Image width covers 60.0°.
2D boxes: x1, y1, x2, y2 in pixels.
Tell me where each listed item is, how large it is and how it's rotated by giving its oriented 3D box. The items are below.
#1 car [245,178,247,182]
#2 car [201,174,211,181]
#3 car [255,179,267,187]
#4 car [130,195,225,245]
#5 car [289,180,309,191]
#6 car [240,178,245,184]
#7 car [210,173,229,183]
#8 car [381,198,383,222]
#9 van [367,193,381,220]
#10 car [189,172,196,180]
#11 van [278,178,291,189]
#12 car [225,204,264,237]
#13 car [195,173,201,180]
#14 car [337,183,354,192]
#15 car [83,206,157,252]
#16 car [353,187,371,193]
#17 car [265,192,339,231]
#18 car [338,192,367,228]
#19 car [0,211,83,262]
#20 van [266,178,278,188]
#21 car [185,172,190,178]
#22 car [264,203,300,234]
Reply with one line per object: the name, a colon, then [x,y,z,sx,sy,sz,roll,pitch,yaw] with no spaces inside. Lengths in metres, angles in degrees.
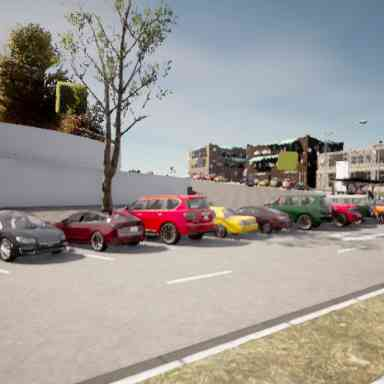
car: [14.299,-2.096,73.963,2.002,1.452,4.674,7,4,35]
car: [5.603,-3.756,86.196,2.435,2.045,5.566,7,3,34]
car: [16.130,-1.863,71.642,1.946,1.575,5.366,7,3,35]
car: [-1.622,1.200,15.392,5.566,2.045,2.435,-1,-1,35]
car: [21.192,-1.040,64.076,2.231,1.521,4.892,7,3,35]
car: [12.557,-2.370,76.425,2.002,1.452,4.674,7,3,35]
car: [7.454,-3.233,83.936,1.946,1.575,5.366,7,3,34]
car: [13.195,1.359,25.727,4.553,1.767,2.185,-1,-1,35]
van: [10.785,1.252,23.977,4.442,1.987,1.878,-1,-1,35]
car: [2.080,-4.145,91.132,2.185,1.767,4.553,4,1,33]
van: [19.432,-1.540,66.439,1.878,1.987,4.442,7,4,35]
car: [0.698,1.455,17.219,5.366,1.575,1.946,-1,-1,35]
car: [3.810,-3.909,88.662,2.185,1.767,4.553,6,3,34]
car: [26.400,-0.470,56.690,2.435,2.045,5.566,7,3,35]
car: [-4.067,1.475,13.648,4.792,1.488,2.163,-1,-1,35]
car: [28.091,0.093,54.217,2.002,1.452,4.674,7,3,35]
car: [5.733,1.216,20.603,5.566,2.045,2.435,-1,-1,35]
car: [8.246,1.222,22.308,5.566,2.045,2.435,-1,-1,35]
car: [-6.487,1.444,11.902,4.892,1.521,2.231,-1,-1,35]
van: [17.704,-1.814,68.910,1.878,1.987,4.442,7,4,35]
car: [0.309,-4.423,93.480,2.435,2.045,5.566,1,-1,34]
car: [3.305,1.502,18.846,4.674,1.452,2.002,-1,-1,35]
